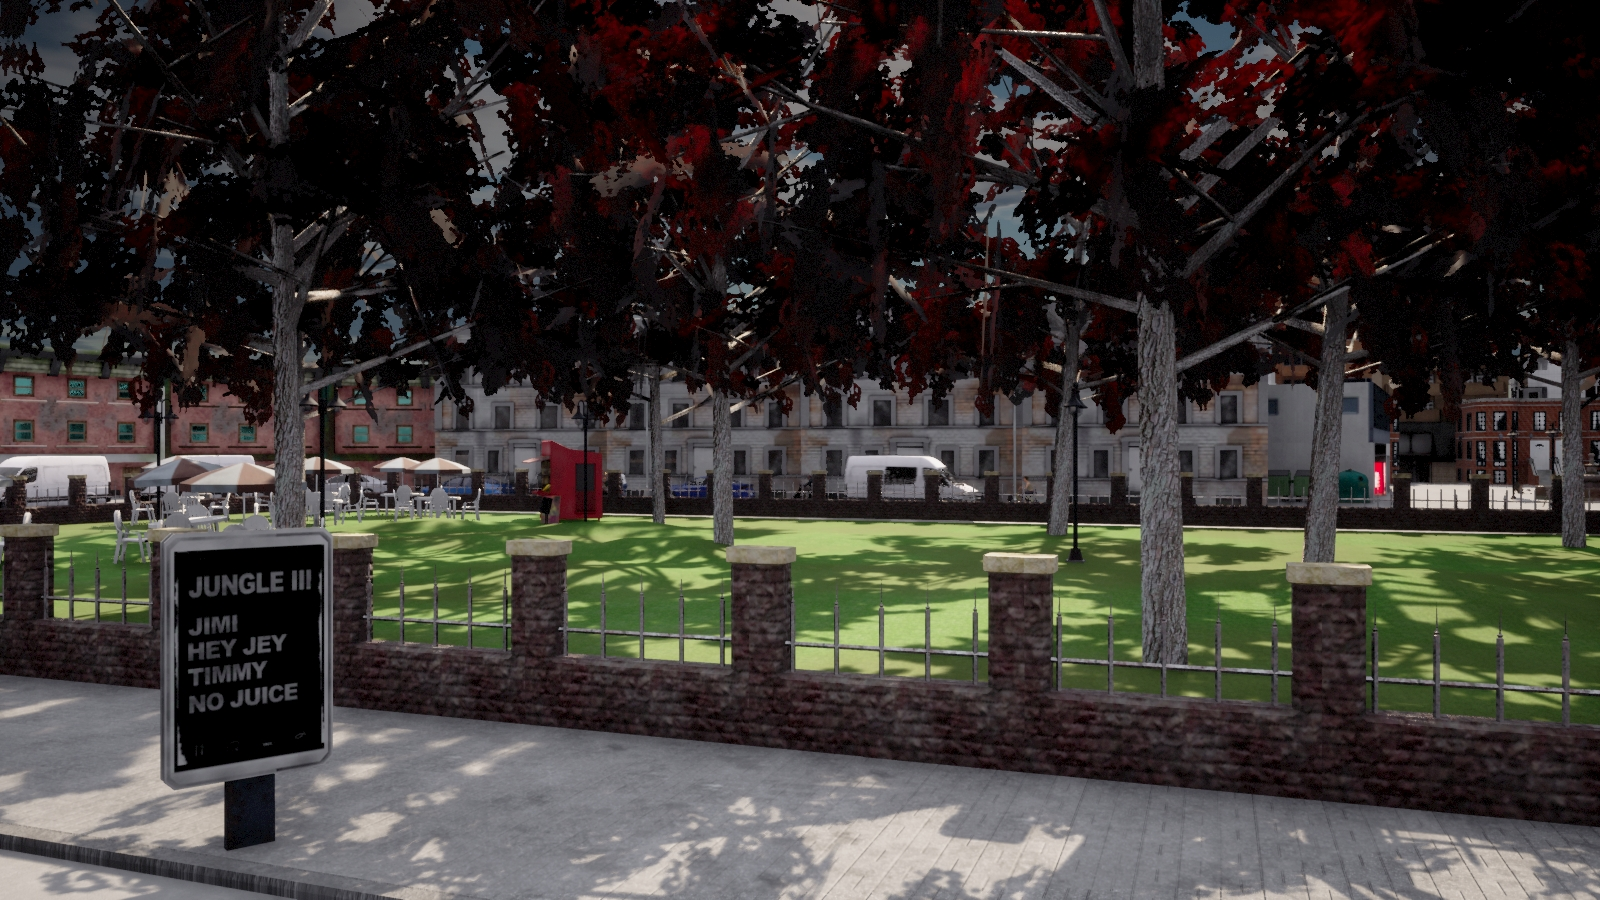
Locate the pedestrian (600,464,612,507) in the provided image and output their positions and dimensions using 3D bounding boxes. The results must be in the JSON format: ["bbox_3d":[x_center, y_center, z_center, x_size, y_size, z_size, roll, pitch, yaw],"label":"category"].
[{"bbox_3d":[-8.488,1.534,50.017,0.375,1.860,0.375,0,0,20],"label":"pedestrian"}]

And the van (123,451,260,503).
[{"bbox_3d":[-31.314,1.336,58.944,1.988,2.561,5.915,0,0,41],"label":"van"}]

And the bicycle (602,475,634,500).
[{"bbox_3d":[-9.502,1.948,59.688,1.643,1.296,0.373,0,0,20],"label":"bicycle"}]

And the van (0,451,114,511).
[{"bbox_3d":[-34.456,1.334,51.696,1.988,2.561,5.915,0,0,21],"label":"van"}]

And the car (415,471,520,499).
[{"bbox_3d":[-18.262,1.902,62.828,5.357,1.411,2.033,0,0,19],"label":"car"}]

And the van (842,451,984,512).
[{"bbox_3d":[4.954,1.320,50.219,5.915,2.561,1.988,0,0,20],"label":"van"}]
